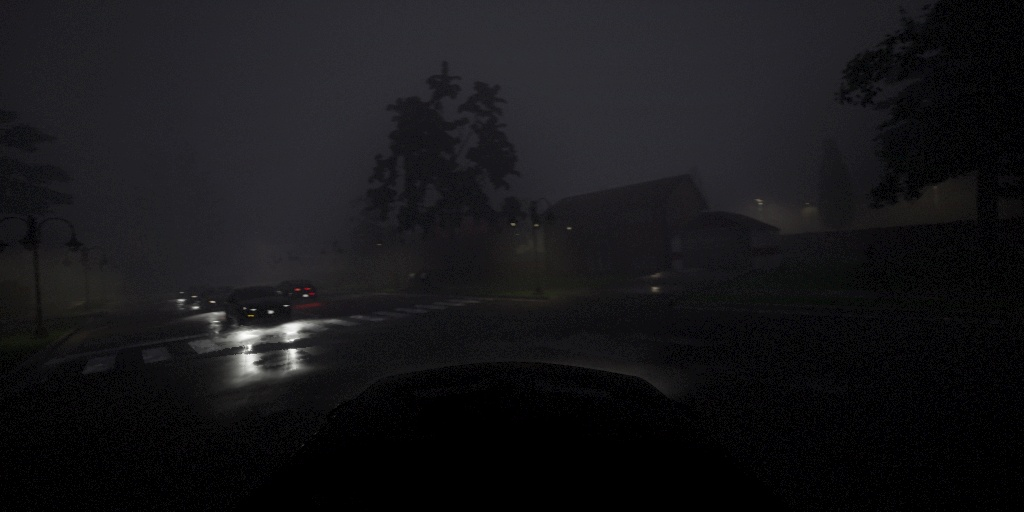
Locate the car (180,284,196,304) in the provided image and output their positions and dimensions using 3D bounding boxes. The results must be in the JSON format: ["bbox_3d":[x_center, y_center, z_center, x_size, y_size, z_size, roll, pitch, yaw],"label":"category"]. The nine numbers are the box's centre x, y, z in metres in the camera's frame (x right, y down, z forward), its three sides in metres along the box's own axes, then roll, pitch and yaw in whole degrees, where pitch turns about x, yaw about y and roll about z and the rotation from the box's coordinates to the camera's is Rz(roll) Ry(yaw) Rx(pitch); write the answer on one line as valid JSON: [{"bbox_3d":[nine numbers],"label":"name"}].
[{"bbox_3d":[-26.497,3.220,30.603,5.357,1.411,2.033,-4,0,43],"label":"car"}]

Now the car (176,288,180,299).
[{"bbox_3d":[-35.020,3.792,38.891,4.674,1.442,1.812,-4,0,44],"label":"car"}]

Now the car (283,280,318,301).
[{"bbox_3d":[-14.944,2.395,24.591,4.892,1.490,1.837,-4,0,44],"label":"car"}]

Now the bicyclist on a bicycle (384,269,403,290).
[{"bbox_3d":[-9.538,1.857,28.797,0.582,1.620,1.656,-4,0,44],"label":"bicyclist on a bicycle"}]

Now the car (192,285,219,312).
[{"bbox_3d":[-18.959,2.695,23.340,5.357,1.411,2.033,-4,0,44],"label":"car"}]

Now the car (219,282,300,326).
[{"bbox_3d":[-11.494,2.133,16.151,4.892,1.490,1.837,-4,0,44],"label":"car"}]
